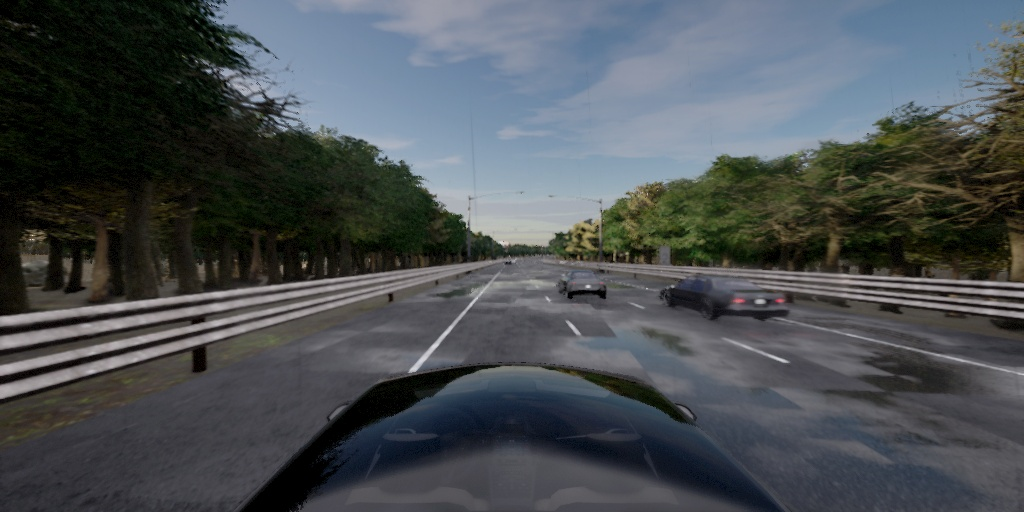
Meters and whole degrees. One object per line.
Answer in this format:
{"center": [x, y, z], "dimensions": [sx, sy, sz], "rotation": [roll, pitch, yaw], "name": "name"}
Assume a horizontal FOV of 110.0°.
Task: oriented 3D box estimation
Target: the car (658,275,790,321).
{"center": [7.097, 1.369, 12.760], "dimensions": [2.033, 1.411, 5.357], "rotation": [0, 0, 0], "name": "car"}

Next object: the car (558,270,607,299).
{"center": [3.597, 1.423, 18.946], "dimensions": [1.994, 1.385, 4.181], "rotation": [0, 0, 0], "name": "car"}
